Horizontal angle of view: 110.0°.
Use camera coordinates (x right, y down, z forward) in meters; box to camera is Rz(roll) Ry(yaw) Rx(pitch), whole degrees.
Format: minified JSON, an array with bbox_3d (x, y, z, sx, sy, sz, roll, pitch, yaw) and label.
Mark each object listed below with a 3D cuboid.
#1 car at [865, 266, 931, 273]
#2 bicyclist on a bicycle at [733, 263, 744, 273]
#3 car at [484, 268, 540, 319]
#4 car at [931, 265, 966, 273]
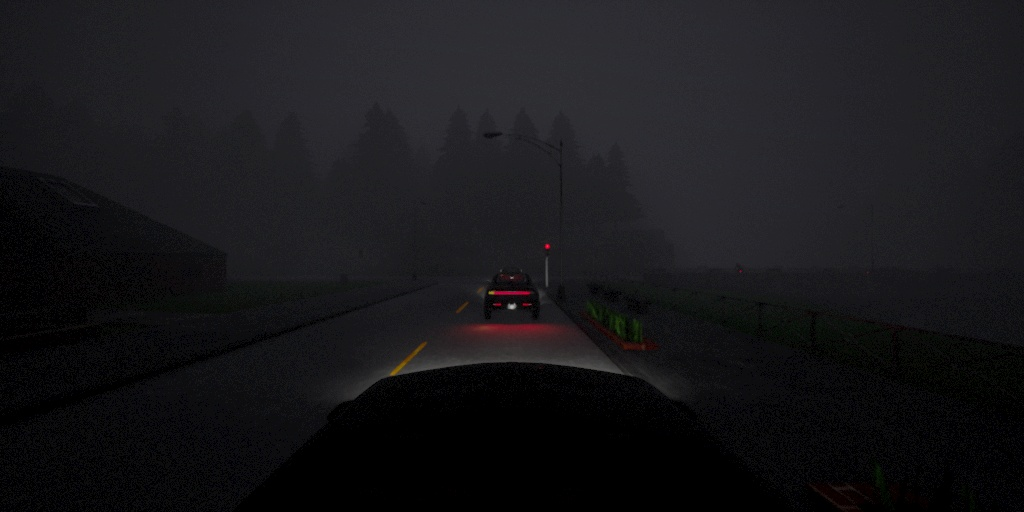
[{"bbox_3d":[40.368,1.750,37.760,4.718,1.301,1.895,0,-1,0],"label":"car"},{"bbox_3d":[21.139,1.450,33.463,0.582,1.620,1.656,0,-1,0],"label":"bicyclist on a bicycle"},{"bbox_3d":[-0.004,1.371,13.389,2.128,1.511,4.902,0,-1,0],"label":"car"},{"bbox_3d":[49.343,1.741,41.771,5.357,1.411,2.033,0,-1,0],"label":"car"}]
